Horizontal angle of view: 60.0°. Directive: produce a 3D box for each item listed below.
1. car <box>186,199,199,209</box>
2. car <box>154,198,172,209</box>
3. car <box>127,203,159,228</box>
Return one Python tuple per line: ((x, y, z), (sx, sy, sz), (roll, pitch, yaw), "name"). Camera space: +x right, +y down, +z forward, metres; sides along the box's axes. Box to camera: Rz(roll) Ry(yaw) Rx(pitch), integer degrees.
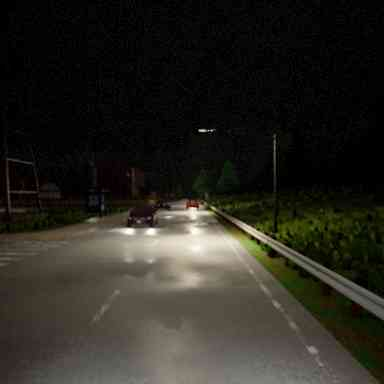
((0.104, 1.930, 55.103), (2.097, 1.767, 4.553), (0, -1, 0), "car")
((-3.497, 1.434, 40.492), (2.097, 1.767, 4.553), (0, -1, 0), "car")
((-3.589, 1.787, 24.872), (1.812, 1.442, 4.674), (0, -1, 0), "car")
